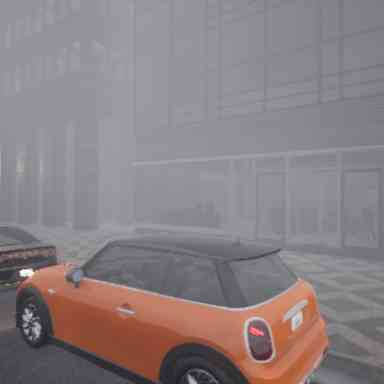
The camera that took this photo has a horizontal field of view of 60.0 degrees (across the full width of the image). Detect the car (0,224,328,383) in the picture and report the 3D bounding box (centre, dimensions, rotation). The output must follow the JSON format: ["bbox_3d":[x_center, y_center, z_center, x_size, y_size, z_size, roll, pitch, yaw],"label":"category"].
[{"bbox_3d":[-0.590,1.392,4.815,4.553,1.767,2.097,0,-1,37],"label":"car"}]
